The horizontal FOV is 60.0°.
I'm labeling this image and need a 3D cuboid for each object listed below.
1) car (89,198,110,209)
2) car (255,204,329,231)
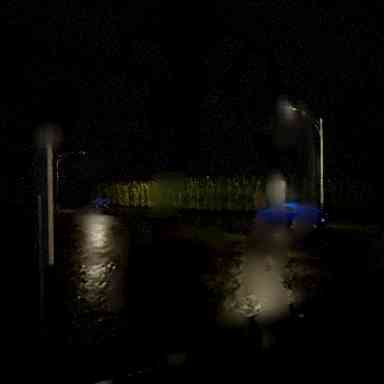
[{"bbox_3d":[-13.460,1.656,48.389,1.812,1.442,4.674,-1,0,-36],"label":"car"},{"bbox_3d":[6.121,1.481,21.063,1.882,1.535,5.008,-1,0,-33],"label":"car"}]
